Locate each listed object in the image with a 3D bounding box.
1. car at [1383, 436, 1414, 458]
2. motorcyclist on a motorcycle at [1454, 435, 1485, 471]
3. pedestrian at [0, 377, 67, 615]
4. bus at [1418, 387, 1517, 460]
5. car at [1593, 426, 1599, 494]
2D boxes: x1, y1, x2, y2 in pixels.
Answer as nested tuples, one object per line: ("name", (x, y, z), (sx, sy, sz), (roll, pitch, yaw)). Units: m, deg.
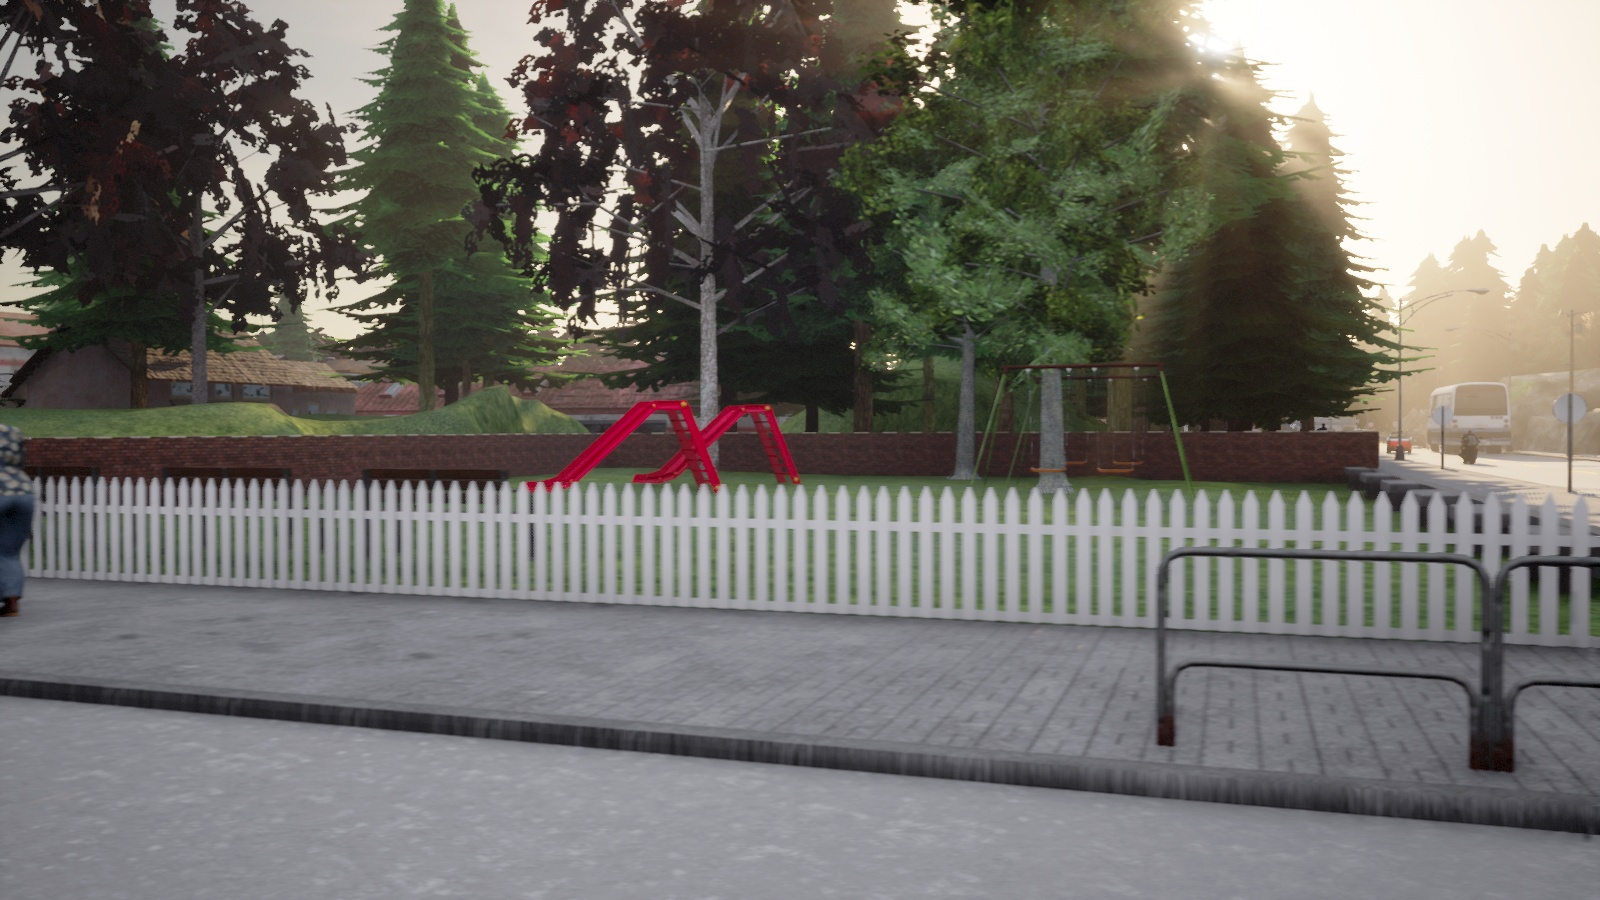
("car", (37.343, -0.188, 78.366), (1.481, 1.376, 2.207), (1, 1, 19))
("motorcyclist on a motorcycle", (29.067, 0.129, 54.564), (0.866, 1.530, 2.191), (1, 1, 19))
("pedestrian", (-6.597, 0.354, 10.062), (0.900, 1.855, 0.874), (1, 1, 20))
("bus", (41.855, -1.614, 79.128), (3.944, 4.253, 10.273), (1, 1, 19))
("car", (20.178, 0.298, 28.901), (2.242, 1.667, 4.611), (1, 1, 19))
